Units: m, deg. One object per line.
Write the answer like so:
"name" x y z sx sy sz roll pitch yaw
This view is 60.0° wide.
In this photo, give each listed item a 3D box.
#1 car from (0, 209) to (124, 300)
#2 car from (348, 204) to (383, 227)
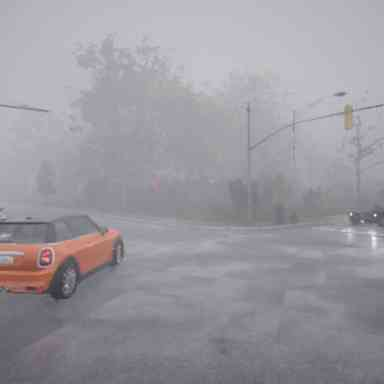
"car" -3.361 1.334 8.589 2.097 1.767 4.553 0 0 7
"car" 11.957 1.421 21.100 4.718 1.301 1.895 -1 0 -35
